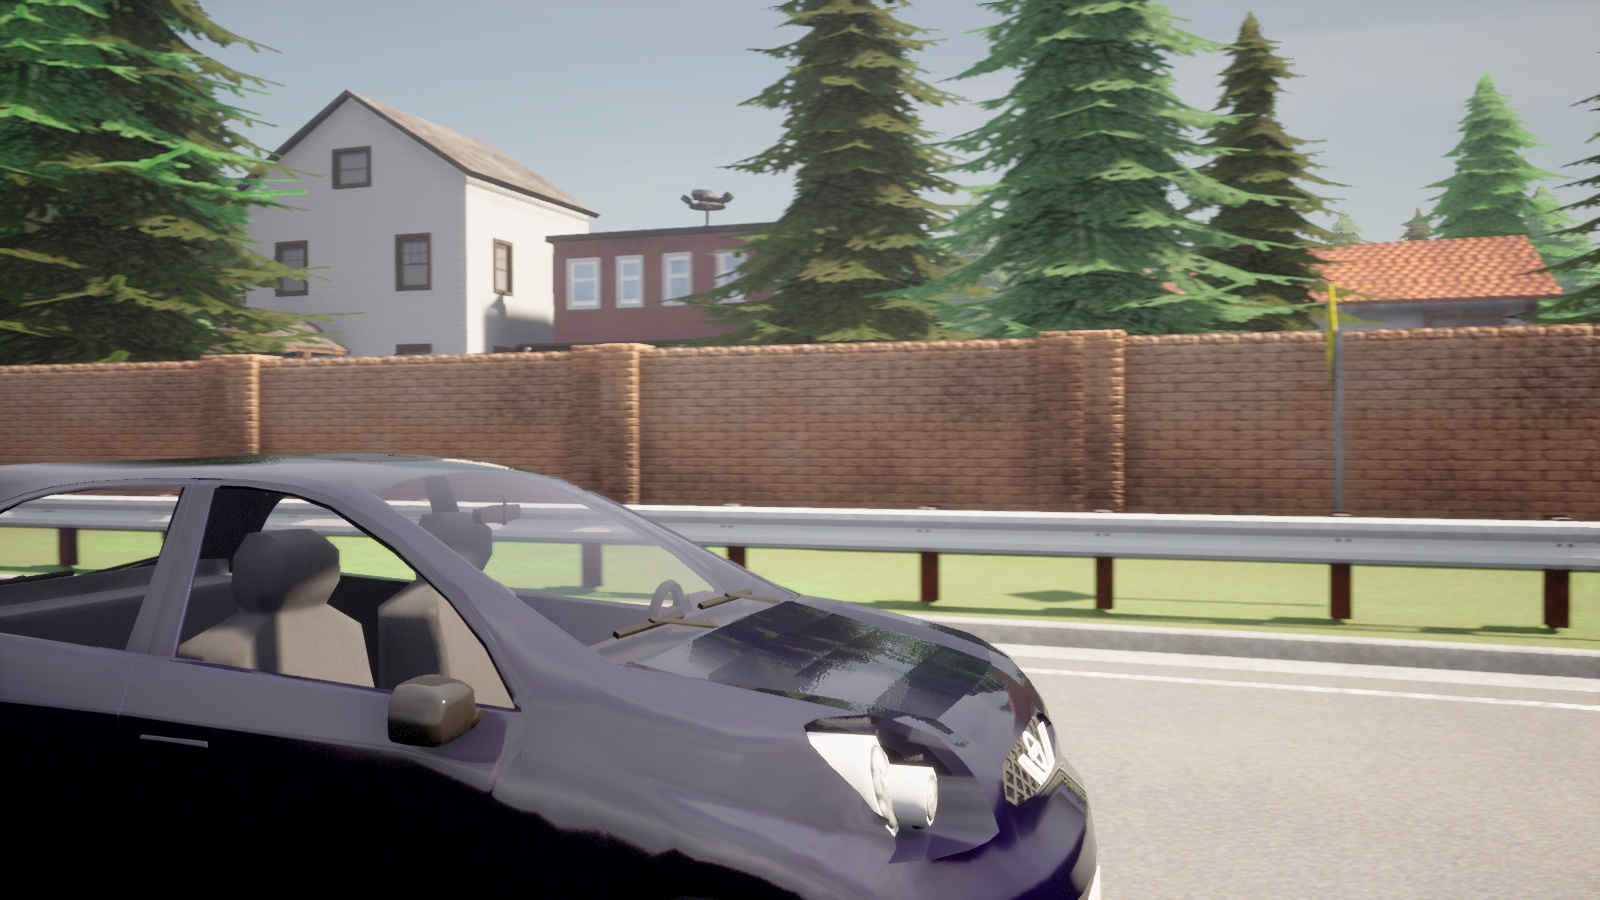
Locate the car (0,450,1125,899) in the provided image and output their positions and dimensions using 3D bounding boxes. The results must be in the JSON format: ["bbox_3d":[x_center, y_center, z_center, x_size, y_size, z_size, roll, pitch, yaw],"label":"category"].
[{"bbox_3d":[-1.030,0.780,3.540,3.633,1.501,1.845,1,1,19],"label":"car"}]
